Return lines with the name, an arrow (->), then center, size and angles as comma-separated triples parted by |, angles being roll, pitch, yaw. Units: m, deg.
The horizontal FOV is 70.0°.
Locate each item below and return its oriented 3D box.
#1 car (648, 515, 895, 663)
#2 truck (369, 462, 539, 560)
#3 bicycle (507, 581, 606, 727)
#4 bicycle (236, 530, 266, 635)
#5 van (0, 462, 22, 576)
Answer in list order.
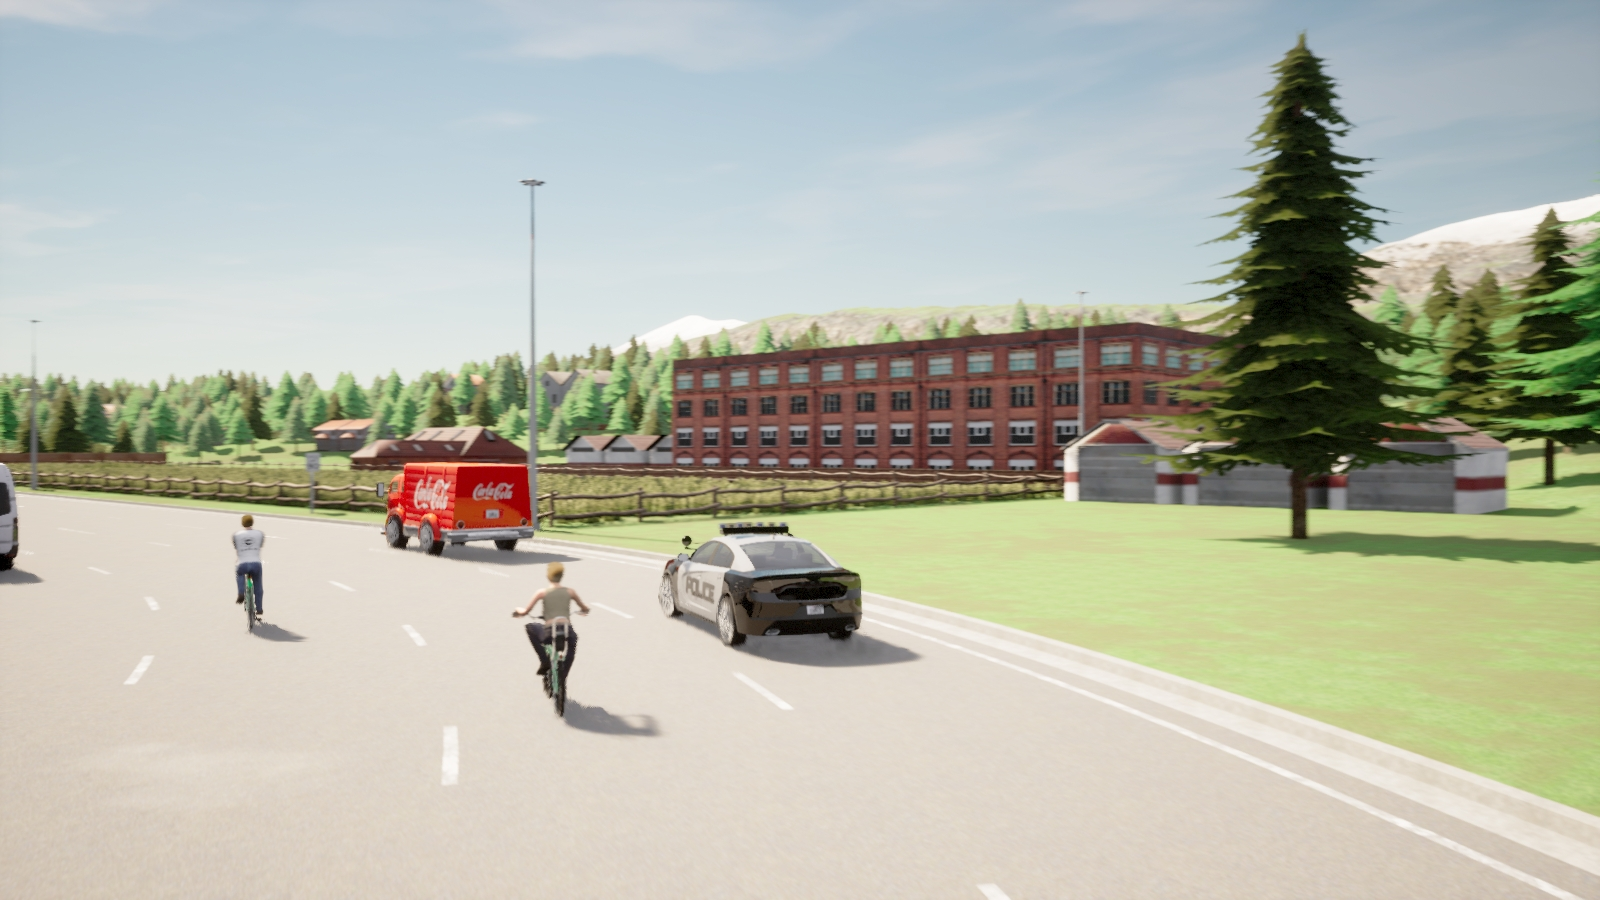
car -> -0.663, 1.990, 17.867 | 2.097, 1.638, 5.238 | 0, 0, -23
truck -> -9.841, 1.592, 32.204 | 2.627, 2.467, 5.204 | 0, 0, -42
bicycle -> -2.671, 2.166, 12.426 | 0.859, 1.276, 1.487 | 0, 0, -19
bicycle -> -8.768, 2.074, 18.224 | 0.373, 1.496, 1.643 | -1, 0, -27
van -> -20.583, 1.570, 27.684 | 1.988, 2.561, 5.915 | 1, 0, -43
